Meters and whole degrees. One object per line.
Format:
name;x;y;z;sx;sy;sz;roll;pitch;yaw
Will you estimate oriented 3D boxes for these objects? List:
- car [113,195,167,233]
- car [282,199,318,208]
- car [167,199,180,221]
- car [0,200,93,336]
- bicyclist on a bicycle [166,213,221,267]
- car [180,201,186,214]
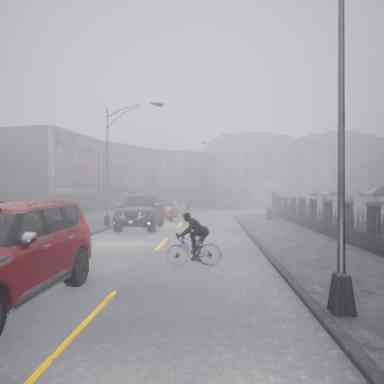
car;-3.055;1.224;19.948;2.150;2.045;5.566;0;0;2
car;11.806;1.491;36.310;4.902;1.511;2.128;0;0;2
car;-2.442;1.351;27.187;2.097;1.767;4.553;0;0;3
car;-3.790;1.220;6.496;2.150;2.045;5.566;0;0;4
bicyclist on a bicycle;0.029;1.444;9.979;1.656;1.620;0.582;-2;0;3
car;-1.854;1.526;31.608;1.812;1.442;4.674;0;0;15
